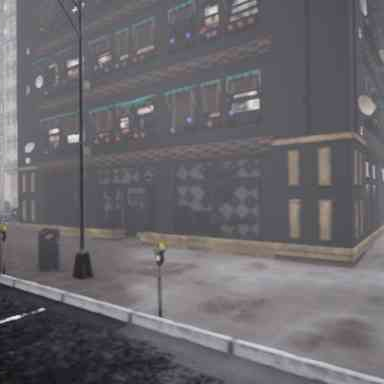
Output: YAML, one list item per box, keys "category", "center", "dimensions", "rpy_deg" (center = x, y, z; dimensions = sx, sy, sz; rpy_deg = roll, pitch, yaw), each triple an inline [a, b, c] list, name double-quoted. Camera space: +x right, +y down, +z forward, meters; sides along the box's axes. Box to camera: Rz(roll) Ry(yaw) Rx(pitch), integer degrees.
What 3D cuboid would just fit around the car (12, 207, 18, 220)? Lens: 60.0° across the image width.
- category: "car"
  center: [-11.715, 1.522, 25.950]
  dimensions: [1.947, 1.339, 4.313]
  rpy_deg: [0, 1, 35]
